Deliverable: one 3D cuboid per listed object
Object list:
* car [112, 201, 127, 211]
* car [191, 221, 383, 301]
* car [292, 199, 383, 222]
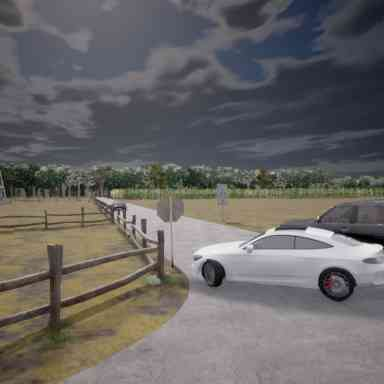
[{"bbox_3d":[-10.869,1.987,49.470,2.033,1.411,5.357,-2,0,-18],"label":"car"},{"bbox_3d":[2.250,1.614,8.359,4.674,1.442,1.812,-2,0,25],"label":"car"},{"bbox_3d":[5.108,1.231,9.829,2.150,2.045,5.566,-2,0,-40],"label":"car"}]
